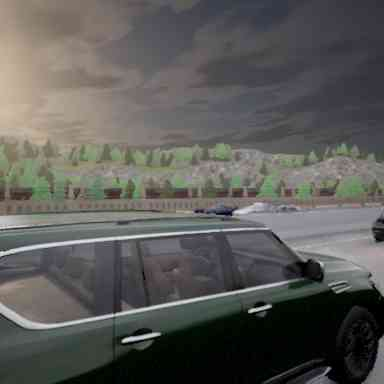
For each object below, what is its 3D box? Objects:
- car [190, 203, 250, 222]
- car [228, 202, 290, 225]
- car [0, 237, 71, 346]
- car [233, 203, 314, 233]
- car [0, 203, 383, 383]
[{"bbox_3d":[2.331,1.603,27.142,4.718,1.301,1.895,0,0,-35],"label":"car"},{"bbox_3d":[5.053,1.527,24.772,4.674,1.442,1.812,0,0,-36],"label":"car"},{"bbox_3d":[-4.462,1.601,4.863,4.718,1.301,1.895,0,0,-35],"label":"car"},{"bbox_3d":[5.101,1.493,20.521,4.902,1.511,2.128,0,0,-35],"label":"car"},{"bbox_3d":[-0.097,1.222,3.677,5.566,2.045,2.150,0,0,-35],"label":"car"}]
